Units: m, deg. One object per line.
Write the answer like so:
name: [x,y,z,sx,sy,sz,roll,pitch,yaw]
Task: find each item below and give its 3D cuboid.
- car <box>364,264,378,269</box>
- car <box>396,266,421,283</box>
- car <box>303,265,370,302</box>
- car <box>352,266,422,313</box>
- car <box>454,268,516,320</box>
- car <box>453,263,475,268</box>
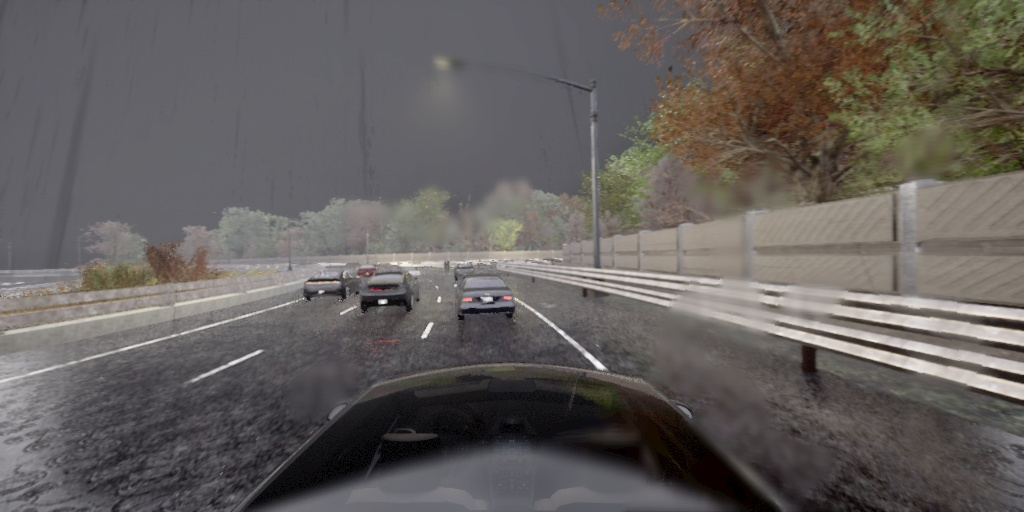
car: [-15.077,1.599,37.452,1.882,1.535,5.008,-1,0,-22]
car: [-9.542,1.592,32.867,1.895,1.301,4.718,-1,0,-19]
car: [-9.226,1.465,18.792,2.128,1.511,4.902,-1,0,-11]
car: [-4.939,1.377,14.983,1.837,1.490,4.892,-1,0,-9]
car: [-1.080,1.330,12.981,2.033,1.411,5.357,-1,0,-9]
car: [-4.329,1.363,32.685,2.128,1.511,4.902,-1,0,-10]
